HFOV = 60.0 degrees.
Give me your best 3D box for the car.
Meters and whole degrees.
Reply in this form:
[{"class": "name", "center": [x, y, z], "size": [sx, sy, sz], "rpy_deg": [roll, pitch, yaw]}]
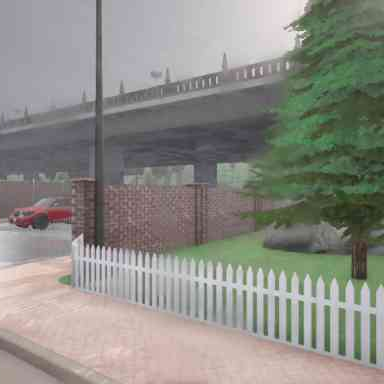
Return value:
[{"class": "car", "center": [-8.806, 1.276, 21.747], "size": [2.150, 2.045, 5.566], "rpy_deg": [0, 0, 35]}]
